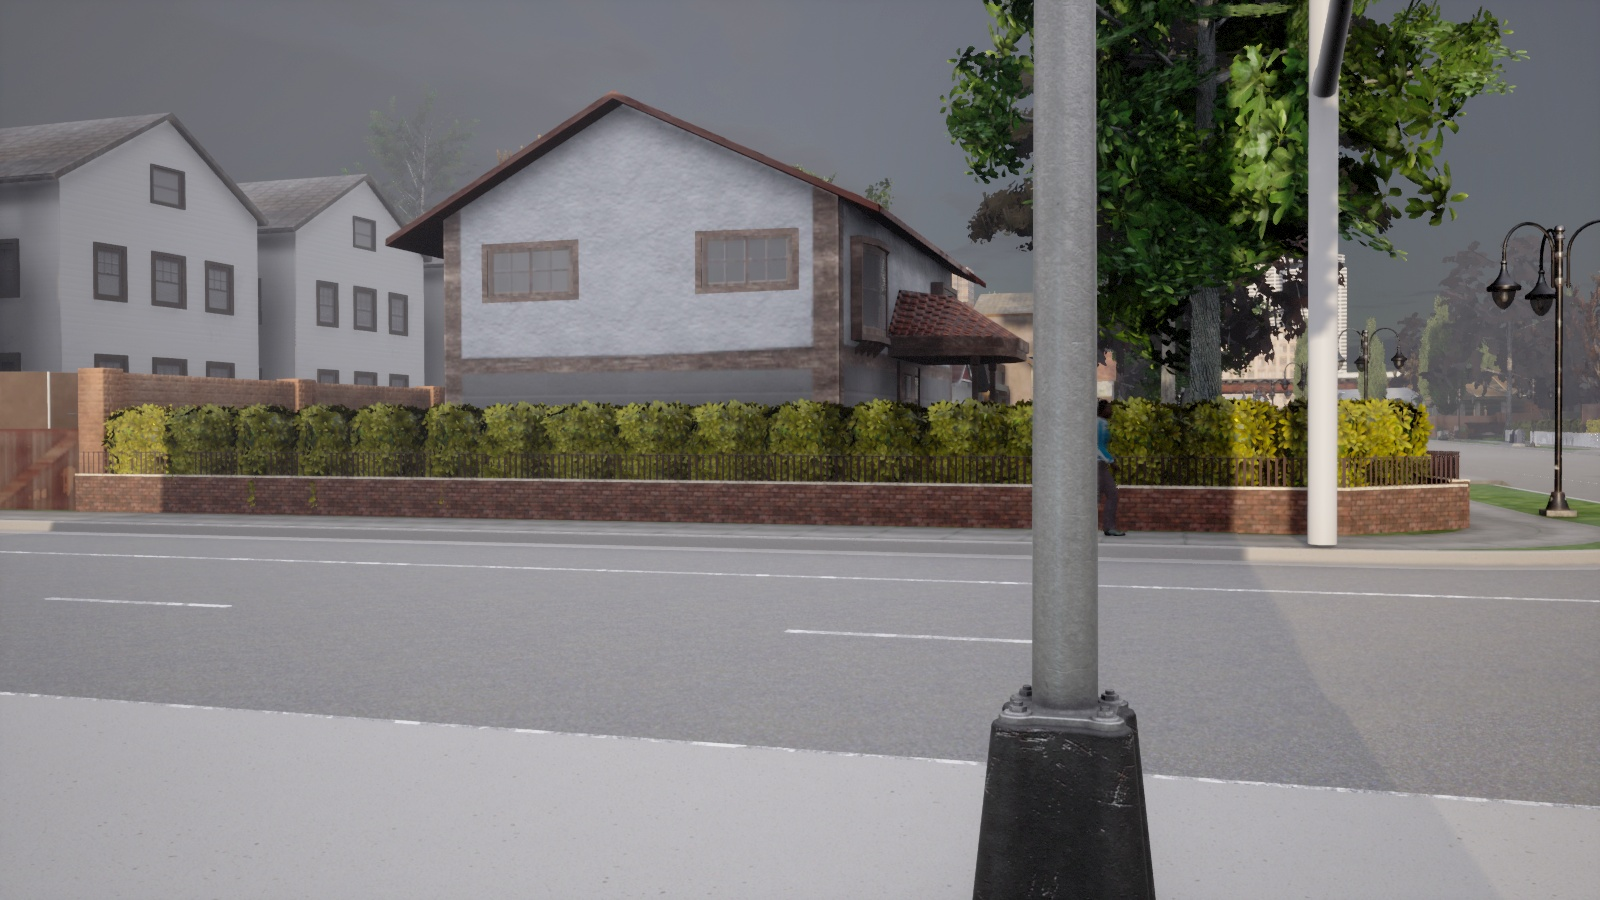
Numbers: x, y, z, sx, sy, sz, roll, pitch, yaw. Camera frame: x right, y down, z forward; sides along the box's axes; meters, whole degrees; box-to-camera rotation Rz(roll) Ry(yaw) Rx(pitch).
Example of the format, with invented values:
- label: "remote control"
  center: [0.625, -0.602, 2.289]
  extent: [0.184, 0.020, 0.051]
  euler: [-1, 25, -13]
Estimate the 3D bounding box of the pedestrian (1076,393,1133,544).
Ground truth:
- label: "pedestrian"
  center: [3.965, 0.229, 16.365]
  extent: [0.692, 1.930, 0.396]
  euler: [0, 1, 16]
